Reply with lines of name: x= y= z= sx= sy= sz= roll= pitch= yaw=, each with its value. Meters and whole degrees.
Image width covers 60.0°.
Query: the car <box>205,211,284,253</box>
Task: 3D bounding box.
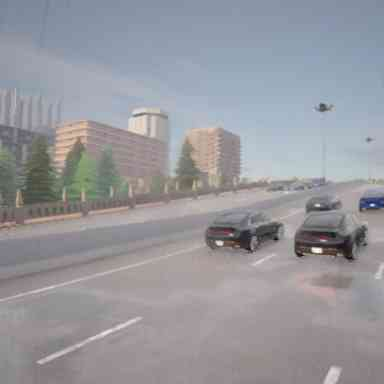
car: x=2.409 y=1.562 z=14.386 sx=1.837 sy=1.490 sz=4.892 roll=-2 pitch=1 yaw=35

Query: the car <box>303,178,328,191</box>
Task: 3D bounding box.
car: x=20.066 y=-1.198 z=52.945 sx=2.150 sy=2.045 sz=5.566 roll=-2 pitch=3 yaw=35

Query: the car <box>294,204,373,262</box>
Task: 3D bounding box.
car: x=5.295 y=1.485 z=12.408 sx=1.837 sy=1.490 sz=4.892 roll=-2 pitch=1 yaw=35

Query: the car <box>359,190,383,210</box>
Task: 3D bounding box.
car: x=13.857 y=0.579 z=24.977 sx=1.882 sy=1.535 sz=5.008 roll=-2 pitch=3 yaw=35

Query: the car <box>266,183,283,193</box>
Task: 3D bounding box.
car: x=14.230 y=-0.749 z=56.790 sx=1.837 sy=1.490 sz=4.892 roll=-2 pitch=3 yaw=35

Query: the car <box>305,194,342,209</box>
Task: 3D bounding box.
car: x=10.358 y=0.815 z=26.066 sx=1.994 sy=1.385 sz=4.181 roll=-2 pitch=3 yaw=35

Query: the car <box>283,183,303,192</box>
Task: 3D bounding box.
car: x=17.205 y=-0.813 z=54.943 sx=1.812 sy=1.442 sz=4.674 roll=-2 pitch=3 yaw=35
